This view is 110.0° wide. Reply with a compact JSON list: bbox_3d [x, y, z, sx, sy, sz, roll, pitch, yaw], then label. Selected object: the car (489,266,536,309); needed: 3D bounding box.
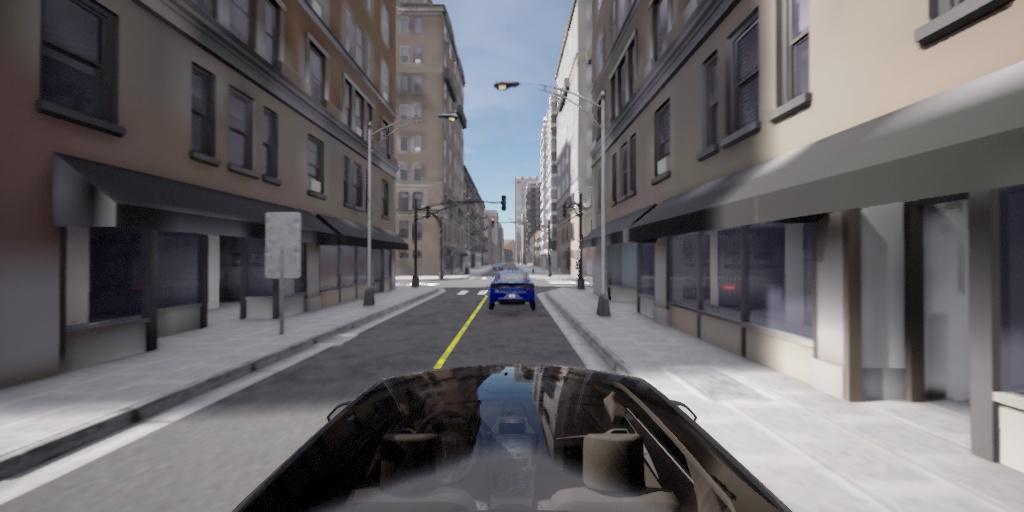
[{"bbox_3d":[0.036,1.379,16.036,1.882,1.535,5.008,0,0,1],"label":"car"}]
